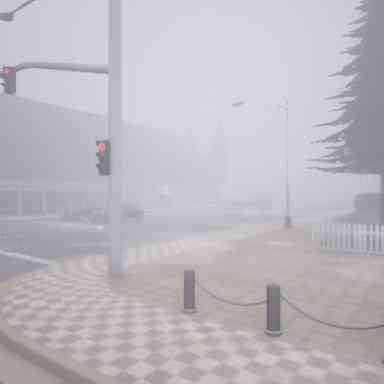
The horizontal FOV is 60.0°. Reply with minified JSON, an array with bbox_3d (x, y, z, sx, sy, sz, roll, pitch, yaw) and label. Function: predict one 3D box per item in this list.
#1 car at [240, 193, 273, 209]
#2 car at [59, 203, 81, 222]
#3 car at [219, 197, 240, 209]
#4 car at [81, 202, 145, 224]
[{"bbox_3d":[9.052,1.215,45.078,2.150,2.045,5.566,0,0,36],"label":"car"},{"bbox_3d":[-8.388,1.514,26.829,1.812,1.442,4.674,0,0,35],"label":"car"},{"bbox_3d":[5.520,1.482,46.173,2.128,1.511,4.902,0,0,36],"label":"car"},{"bbox_3d":[-5.534,1.516,24.838,1.812,1.442,4.674,0,0,36],"label":"car"}]
